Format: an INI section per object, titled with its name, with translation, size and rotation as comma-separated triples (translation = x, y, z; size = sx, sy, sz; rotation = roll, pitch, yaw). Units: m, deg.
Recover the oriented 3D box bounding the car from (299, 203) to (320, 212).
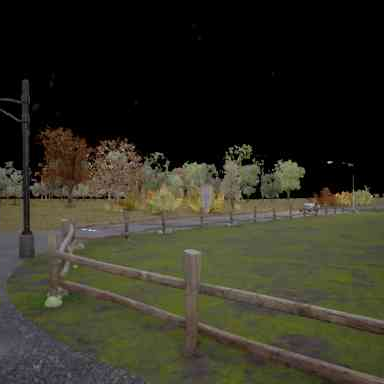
[car]
translation = 18.813, 2.449, 53.015
size = 2.033, 1.411, 5.357
rotation = -1, -2, 40
